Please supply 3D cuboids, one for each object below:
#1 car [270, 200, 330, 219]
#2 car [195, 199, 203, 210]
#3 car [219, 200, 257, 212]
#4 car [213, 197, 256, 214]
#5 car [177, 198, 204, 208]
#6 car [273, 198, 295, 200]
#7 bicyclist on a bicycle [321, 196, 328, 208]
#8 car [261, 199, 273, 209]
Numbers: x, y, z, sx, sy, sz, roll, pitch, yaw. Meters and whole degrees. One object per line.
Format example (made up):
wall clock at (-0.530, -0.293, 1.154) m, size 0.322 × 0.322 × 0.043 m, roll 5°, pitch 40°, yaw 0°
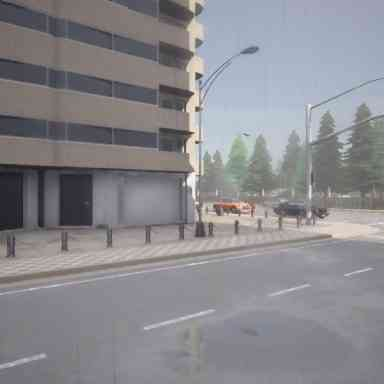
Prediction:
car at (9.613, 1.656, 29.414) m, size 1.895 × 1.301 × 4.718 m, roll 0°, pitch 0°, yaw -36°
car at (-0.958, 1.533, 44.079) m, size 1.882 × 1.535 × 5.008 m, roll 0°, pitch 0°, yaw -36°
car at (5.571, 1.656, 40.996) m, size 1.895 × 1.301 × 4.718 m, roll 0°, pitch 0°, yaw -36°
car at (4.396, 1.407, 36.646) m, size 2.097 × 1.767 × 4.553 m, roll 0°, pitch 0°, yaw -36°
car at (-0.231, 1.619, 49.058) m, size 1.994 × 1.385 × 4.181 m, roll 0°, pitch 0°, yaw -36°
car at (11.038, 1.533, 33.420) m, size 1.882 × 1.535 × 5.008 m, roll 0°, pitch 0°, yaw -36°
bicyclist on a bicycle at (17.331, 1.356, 43.469) m, size 1.656 × 1.620 × 0.582 m, roll 0°, pitch 0°, yaw -36°
car at (11.535, 1.581, 45.009) m, size 1.812 × 1.442 × 4.674 m, roll 0°, pitch 0°, yaw -36°
